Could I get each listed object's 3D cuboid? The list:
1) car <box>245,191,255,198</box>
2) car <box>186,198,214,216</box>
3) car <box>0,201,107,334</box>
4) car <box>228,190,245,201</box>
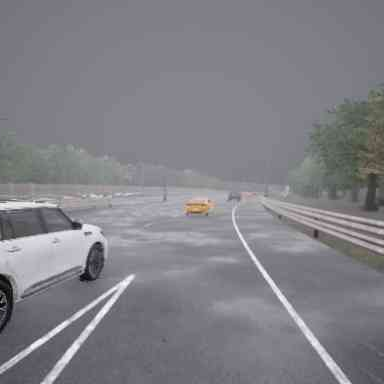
[{"bbox_3d":[15.916,0.671,93.868,2.097,1.767,4.553,0,0,15],"label":"car"},{"bbox_3d":[0.805,1.250,29.911,1.882,1.535,5.008,0,0,12],"label":"car"},{"bbox_3d":[-3.699,1.171,6.602,2.150,2.045,5.566,0,0,10],"label":"car"},{"bbox_3d":[8.298,0.728,63.743,2.150,2.045,5.566,0,0,13],"label":"car"}]
